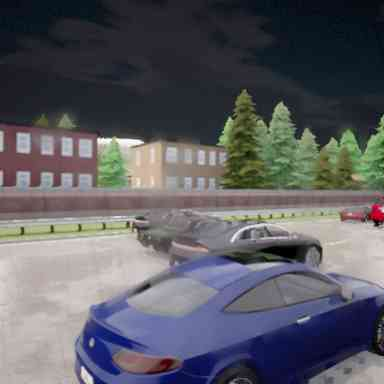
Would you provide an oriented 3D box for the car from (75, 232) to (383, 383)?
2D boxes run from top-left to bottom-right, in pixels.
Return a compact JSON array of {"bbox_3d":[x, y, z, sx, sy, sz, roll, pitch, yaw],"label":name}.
[{"bbox_3d":[0.908,1.536,4.408,4.674,1.442,1.812,0,0,-36],"label":"car"}]

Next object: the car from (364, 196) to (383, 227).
[{"bbox_3d":[14.302,1.303,22.524,5.566,2.045,2.150,0,0,-35],"label":"car"}]

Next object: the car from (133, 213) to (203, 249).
[{"bbox_3d":[0.430,1.626,12.645,4.718,1.301,1.895,0,0,-35],"label":"car"}]

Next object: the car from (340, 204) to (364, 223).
[{"bbox_3d":[13.576,1.651,26.304,4.181,1.385,1.994,0,0,-35],"label":"car"}]

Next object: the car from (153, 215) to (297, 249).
[{"bbox_3d":[1.672,1.514,9.233,4.902,1.511,2.128,0,0,-35],"label":"car"}]

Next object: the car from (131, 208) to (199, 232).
[{"bbox_3d":[-0.529,1.521,16.258,4.902,1.511,2.128,0,0,-35],"label":"car"}]
